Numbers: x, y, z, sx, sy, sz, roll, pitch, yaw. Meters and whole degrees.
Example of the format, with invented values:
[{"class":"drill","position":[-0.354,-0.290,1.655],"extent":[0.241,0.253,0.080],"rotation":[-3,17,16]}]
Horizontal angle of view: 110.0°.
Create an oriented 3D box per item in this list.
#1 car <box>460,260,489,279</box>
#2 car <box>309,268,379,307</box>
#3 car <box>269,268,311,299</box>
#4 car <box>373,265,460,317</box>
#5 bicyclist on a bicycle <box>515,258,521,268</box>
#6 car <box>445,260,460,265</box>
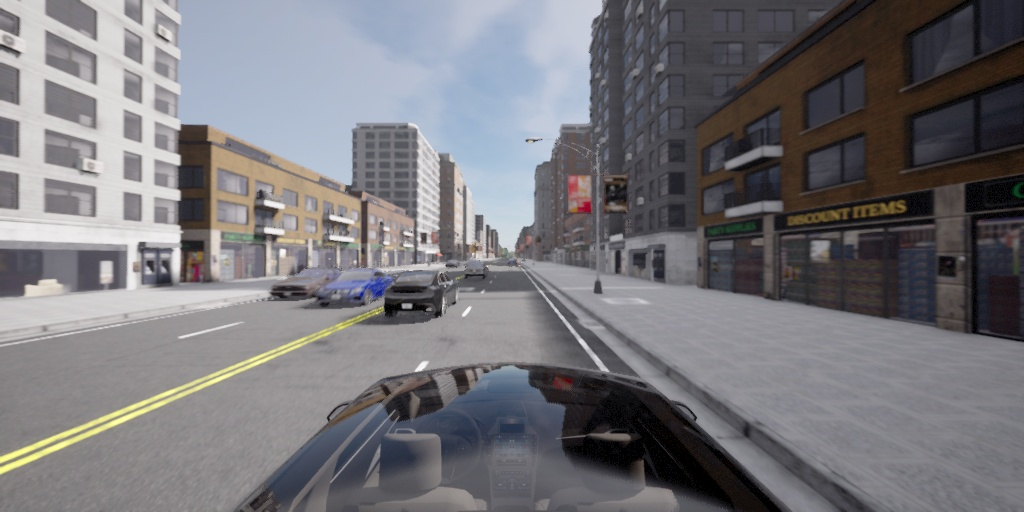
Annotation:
[{"class":"car","position":[-3.149,1.302,32.569],"extent":[2.033,1.411,5.357],"rotation":[0,0,0]},{"class":"car","position":[-6.593,1.278,15.723],"extent":[1.812,1.442,4.674],"rotation":[0,0,0]},{"class":"car","position":[-9.854,1.300,18.392],"extent":[2.033,1.411,5.357],"rotation":[0,0,0]},{"class":"car","position":[-3.151,1.256,13.167],"extent":[1.837,1.490,4.892],"rotation":[0,0,0]},{"class":"bicyclist on a bicycle","position":[0.889,1.195,52.819],"extent":[0.866,1.612,1.509],"rotation":[0,0,0]},{"class":"car","position":[-9.776,1.308,59.835],"extent":[2.033,1.411,5.357],"rotation":[0,0,1]}]
